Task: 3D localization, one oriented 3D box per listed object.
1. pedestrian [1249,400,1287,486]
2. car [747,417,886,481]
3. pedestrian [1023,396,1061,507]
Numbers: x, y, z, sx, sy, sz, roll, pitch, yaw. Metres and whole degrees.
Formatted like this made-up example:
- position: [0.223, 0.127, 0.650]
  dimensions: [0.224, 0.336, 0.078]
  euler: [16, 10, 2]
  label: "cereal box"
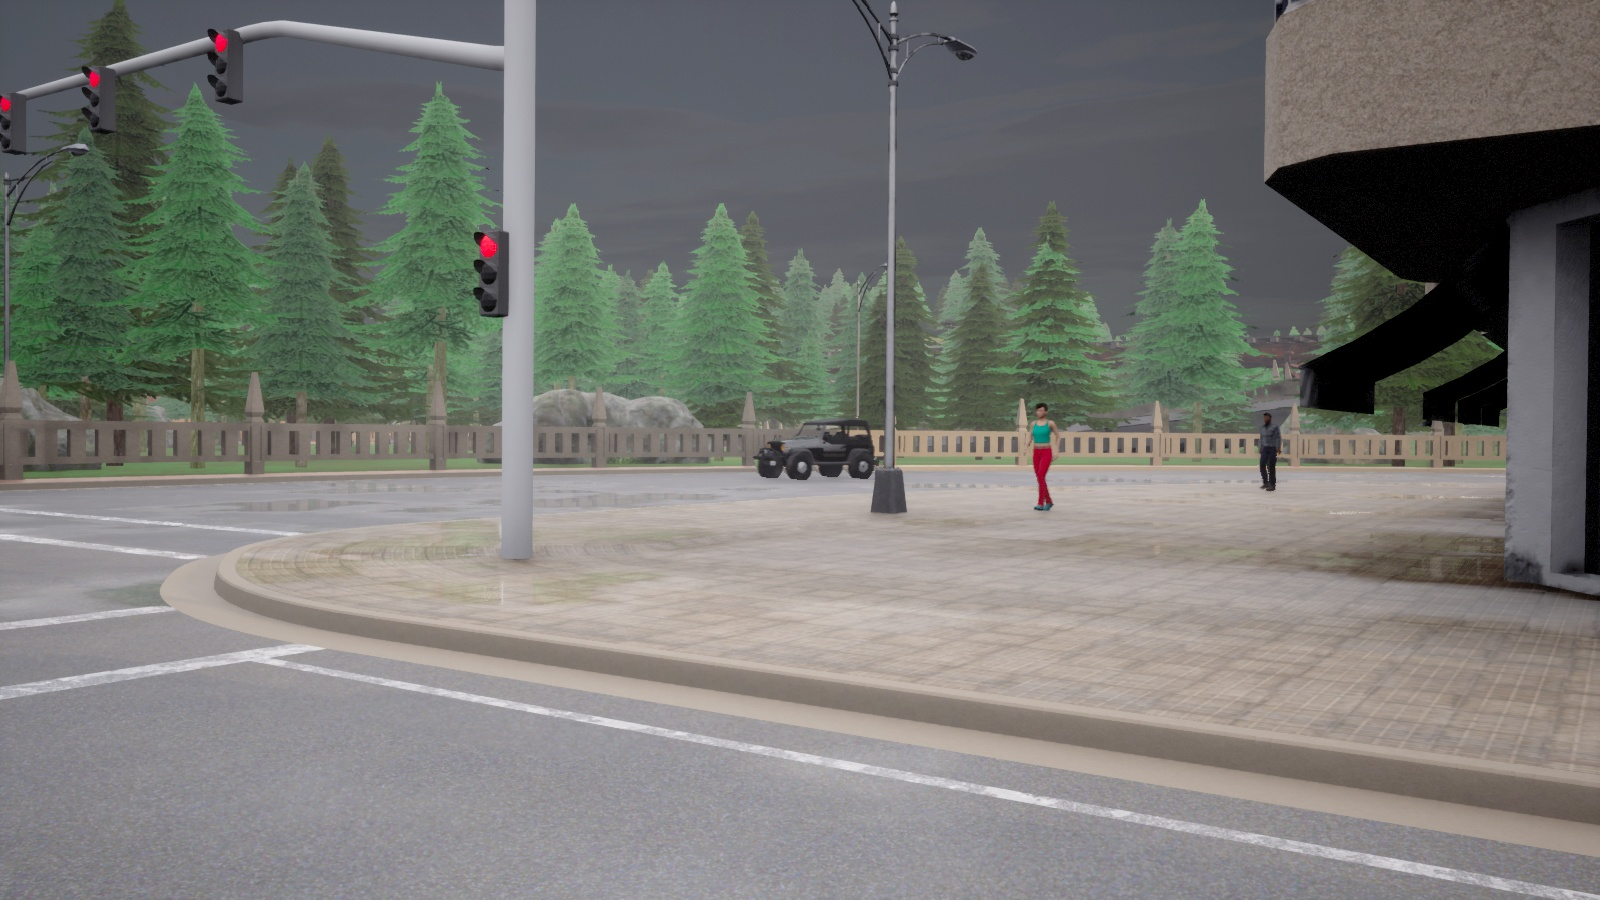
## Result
- position: [10.850, -0.166, 29.127]
  dimensions: [0.788, 1.949, 0.423]
  euler: [-1, 1, -31]
  label: "pedestrian"
- position: [0.529, -0.062, 38.740]
  dimensions: [3.866, 1.878, 1.905]
  euler: [-1, 1, -35]
  label: "car"
- position: [4.055, 0.018, 21.054]
  dimensions: [0.594, 1.836, 0.345]
  euler: [-1, 1, -44]
  label: "pedestrian"
